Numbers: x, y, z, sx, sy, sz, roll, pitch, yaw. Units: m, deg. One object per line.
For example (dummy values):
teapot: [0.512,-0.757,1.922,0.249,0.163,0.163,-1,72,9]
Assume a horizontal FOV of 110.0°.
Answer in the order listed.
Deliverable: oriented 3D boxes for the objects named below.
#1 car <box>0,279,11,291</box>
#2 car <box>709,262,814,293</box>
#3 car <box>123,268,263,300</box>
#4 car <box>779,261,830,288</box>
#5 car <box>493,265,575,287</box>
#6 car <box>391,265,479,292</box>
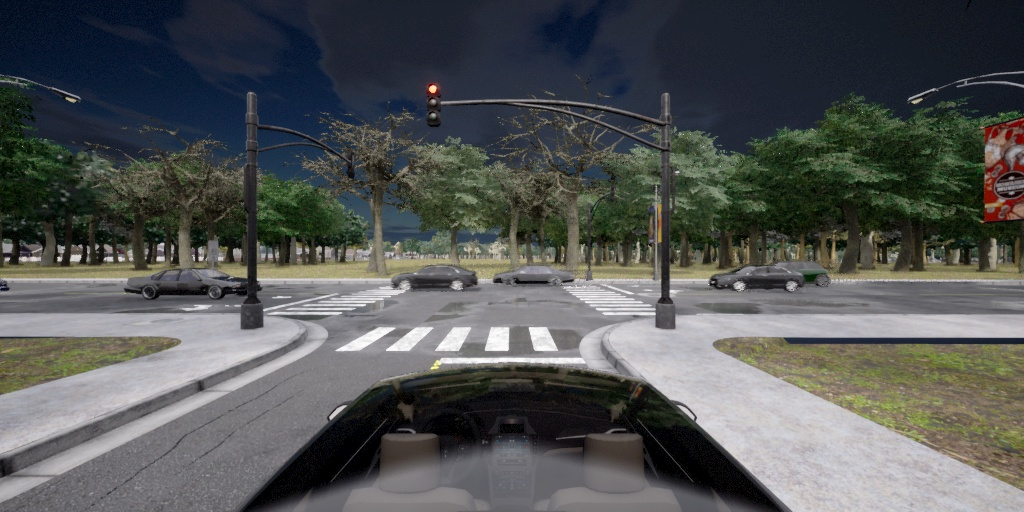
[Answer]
car: [-27.669,1.270,17.099,5.357,1.411,2.033,0,0,0]
car: [13.974,1.271,20.589,4.892,1.490,1.837,0,0,0]
car: [-15.099,1.281,17.111,5.357,1.411,2.033,0,0,0]
car: [18.197,1.120,23.839,4.553,1.767,2.097,0,0,0]
car: [1.423,1.292,23.827,5.357,1.411,2.033,0,0,0]
car: [-4.381,1.247,20.571,4.892,1.490,1.837,0,0,0]
